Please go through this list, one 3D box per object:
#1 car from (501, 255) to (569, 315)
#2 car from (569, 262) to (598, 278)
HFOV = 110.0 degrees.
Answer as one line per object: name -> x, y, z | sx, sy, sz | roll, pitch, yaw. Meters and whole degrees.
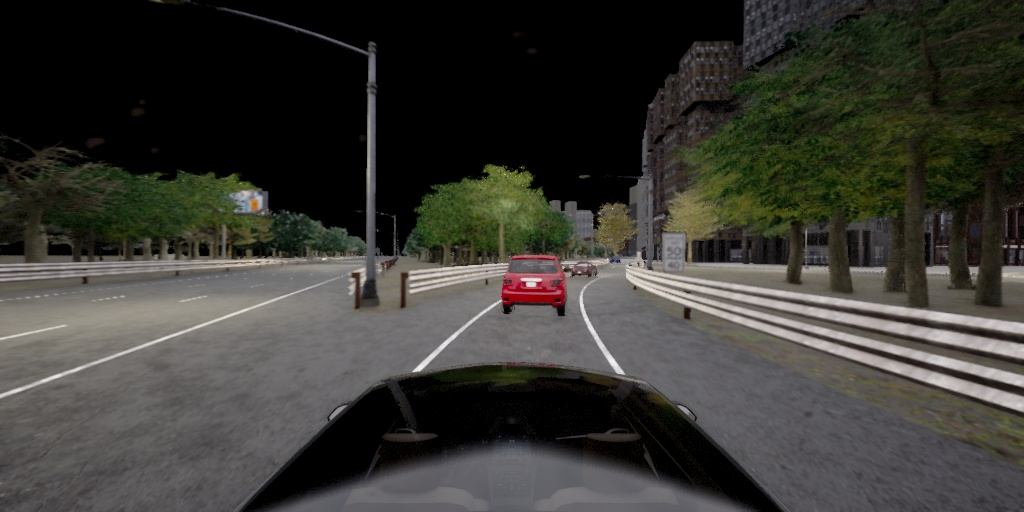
car -> 1.019, 0.996, 13.917 | 2.150, 2.045, 5.566 | 0, 0, 9
car -> 7.024, 1.299, 34.617 | 1.812, 1.442, 4.674 | 0, 0, 23
